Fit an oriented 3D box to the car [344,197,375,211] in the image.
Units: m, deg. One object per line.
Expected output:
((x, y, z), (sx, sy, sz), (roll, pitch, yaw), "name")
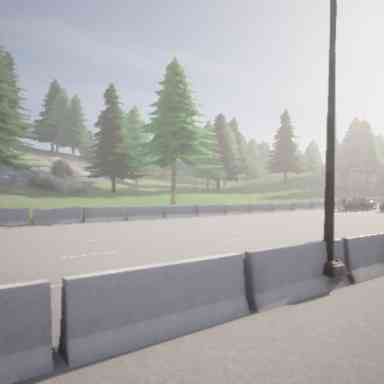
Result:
((20.232, 1.431, 39.864), (4.892, 1.490, 1.837), (0, 0, -35), "car")

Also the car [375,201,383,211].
((23.182, 1.266, 37.662), (4.553, 1.767, 2.097), (-1, 1, -35), "car")
